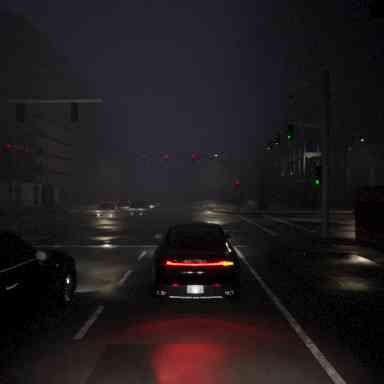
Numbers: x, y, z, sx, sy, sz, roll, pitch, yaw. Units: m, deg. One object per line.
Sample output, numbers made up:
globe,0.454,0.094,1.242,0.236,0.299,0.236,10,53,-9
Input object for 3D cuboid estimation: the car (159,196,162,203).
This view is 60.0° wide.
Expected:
car,-7.220,1.547,67.893,2.033,1.411,5.357,0,0,1

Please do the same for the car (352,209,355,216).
car,15.966,1.656,27.649,4.718,1.301,1.895,0,0,0

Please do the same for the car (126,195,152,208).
car,-7.491,1.547,47.471,2.033,1.411,5.357,0,0,0

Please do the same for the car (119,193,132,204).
car,-10.949,1.221,54.108,2.150,2.045,5.566,0,0,1

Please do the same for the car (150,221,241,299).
car,0.079,1.505,8.419,1.837,1.490,4.892,0,0,0

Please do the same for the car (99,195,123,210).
car,-10.978,1.478,44.288,1.882,1.535,5.008,0,0,0

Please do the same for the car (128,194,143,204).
car,-10.803,1.352,63.857,2.097,1.767,4.553,0,0,1

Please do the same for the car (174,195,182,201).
car,-3.536,1.553,84.211,1.994,1.385,4.181,0,0,1

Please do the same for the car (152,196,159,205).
car,-7.406,1.478,57.450,1.882,1.535,5.008,0,0,1

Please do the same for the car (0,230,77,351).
car,-3.447,1.352,5.095,2.097,1.767,4.553,0,0,0

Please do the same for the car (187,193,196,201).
car,-0.034,1.225,84.437,2.150,2.045,5.566,0,0,1
